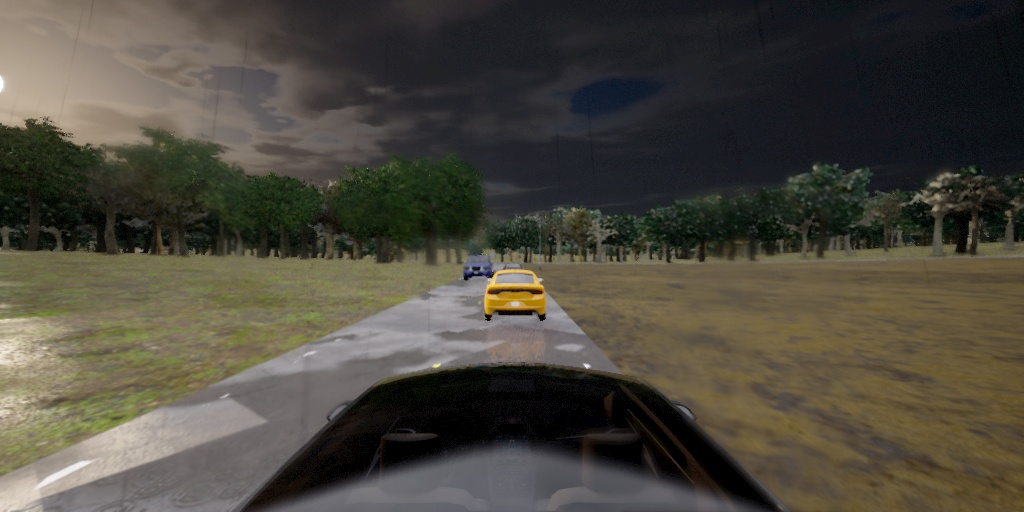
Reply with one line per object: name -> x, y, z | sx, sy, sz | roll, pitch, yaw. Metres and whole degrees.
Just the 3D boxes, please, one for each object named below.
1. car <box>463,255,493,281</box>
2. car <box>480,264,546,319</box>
car -> -2.750, 0.957, 30.224 | 2.150, 2.045, 5.566 | 0, 0, 0
car -> 0.100, 1.220, 12.746 | 1.882, 1.535, 5.008 | 0, 0, 0
